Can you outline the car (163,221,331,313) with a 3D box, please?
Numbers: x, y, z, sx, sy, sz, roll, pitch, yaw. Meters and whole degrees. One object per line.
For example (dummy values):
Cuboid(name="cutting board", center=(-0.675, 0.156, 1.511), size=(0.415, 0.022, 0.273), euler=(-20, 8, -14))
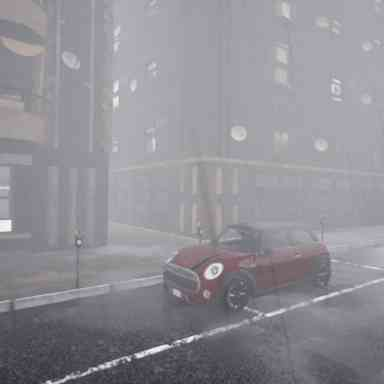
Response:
Cuboid(name="car", center=(1.332, 1.450, 7.653), size=(4.097, 1.590, 1.967), euler=(0, 1, -35))
